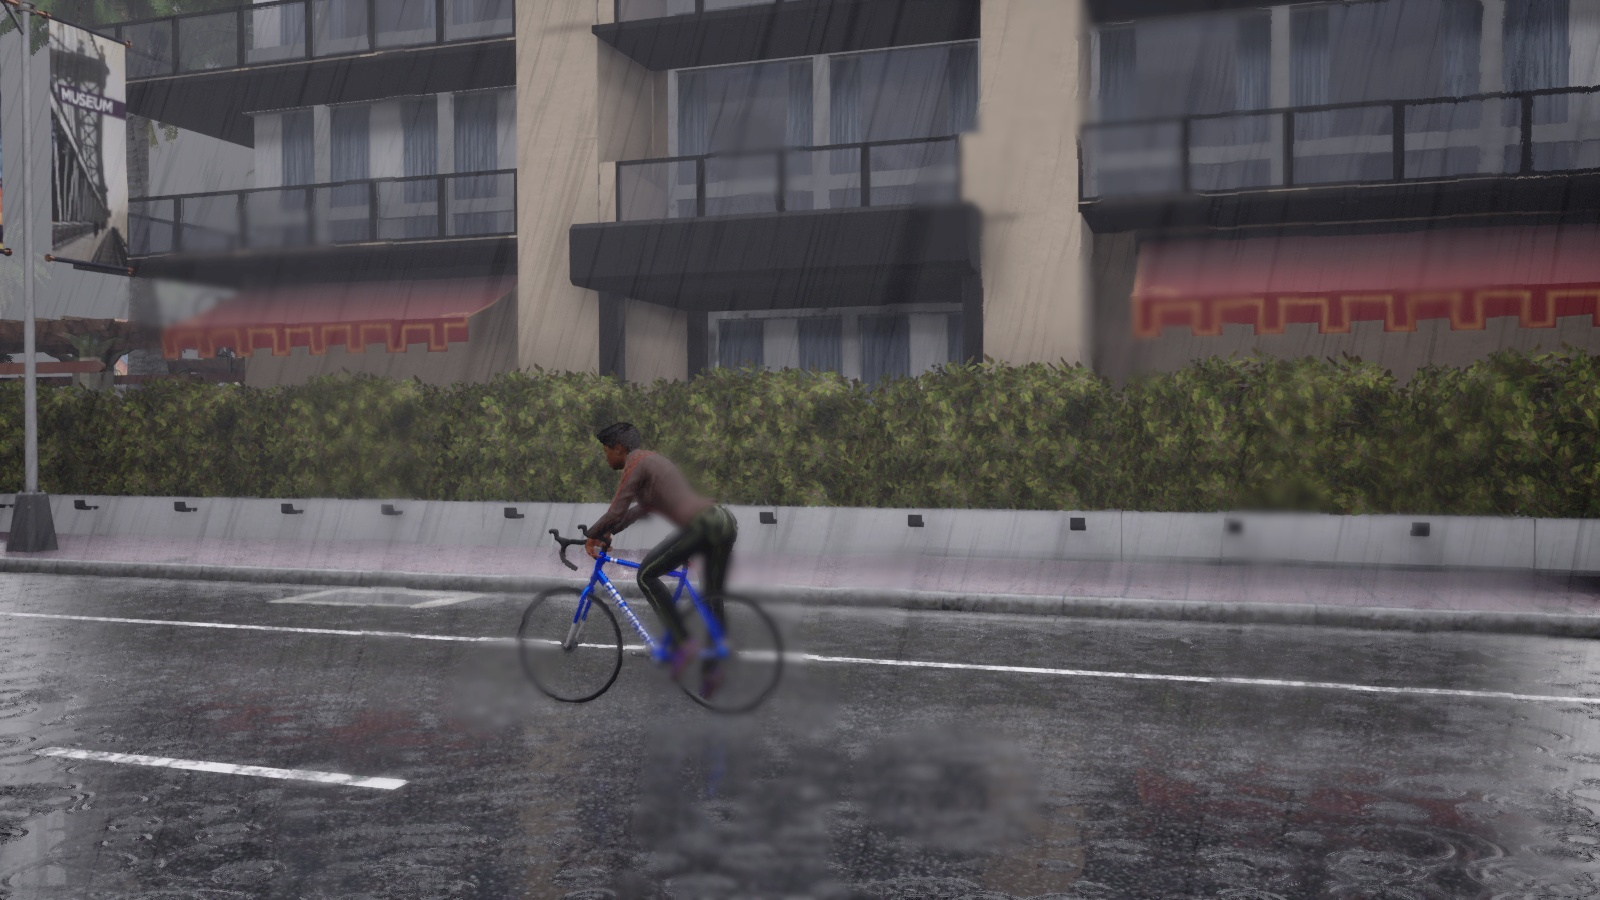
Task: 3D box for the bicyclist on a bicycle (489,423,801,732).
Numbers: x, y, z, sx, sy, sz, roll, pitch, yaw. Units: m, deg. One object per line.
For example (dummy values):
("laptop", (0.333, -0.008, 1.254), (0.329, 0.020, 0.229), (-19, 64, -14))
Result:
("bicyclist on a bicycle", (-0.873, 0.662, 7.111), (1.656, 1.620, 0.582), (0, 1, 18))
